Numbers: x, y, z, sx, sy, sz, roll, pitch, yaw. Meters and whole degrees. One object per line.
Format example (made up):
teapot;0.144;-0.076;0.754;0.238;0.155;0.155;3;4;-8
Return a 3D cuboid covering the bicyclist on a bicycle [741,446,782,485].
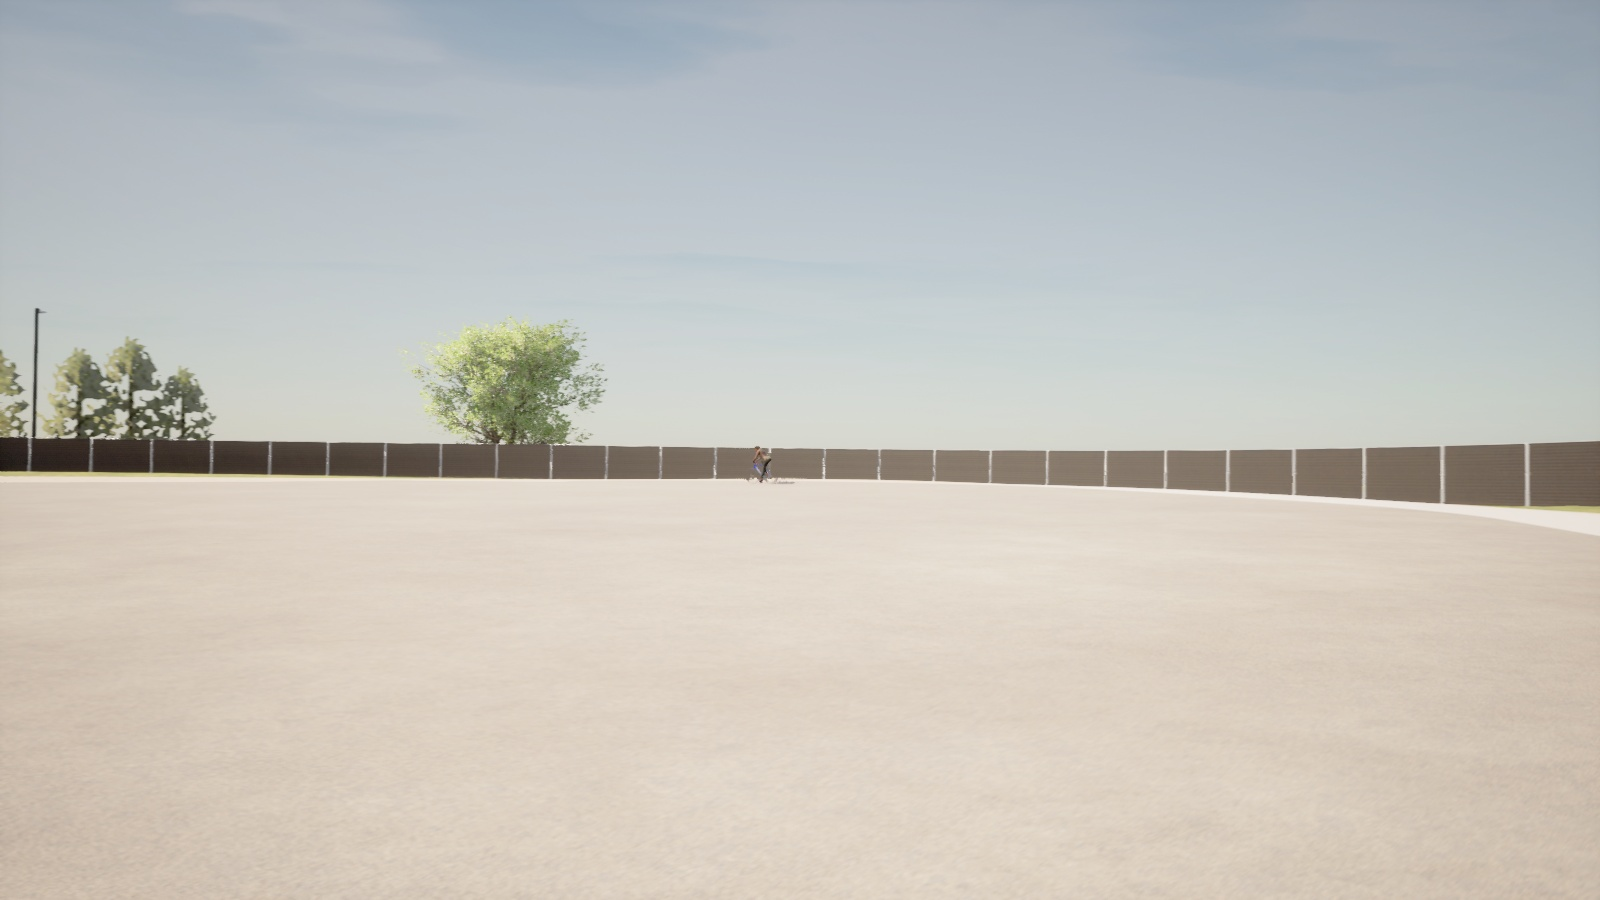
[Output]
bicyclist on a bicycle;-1.627;0.650;53.012;1.656;1.620;0.582;-1;1;35
